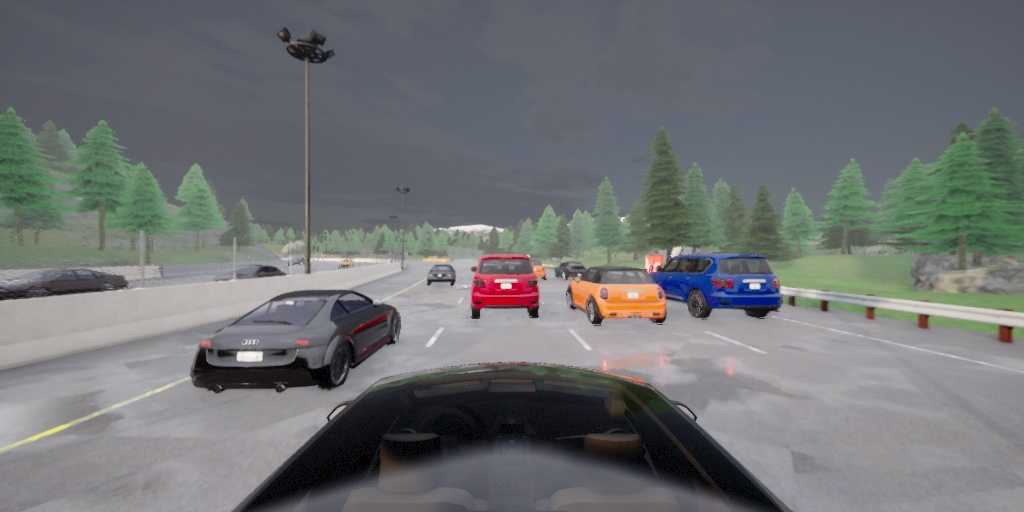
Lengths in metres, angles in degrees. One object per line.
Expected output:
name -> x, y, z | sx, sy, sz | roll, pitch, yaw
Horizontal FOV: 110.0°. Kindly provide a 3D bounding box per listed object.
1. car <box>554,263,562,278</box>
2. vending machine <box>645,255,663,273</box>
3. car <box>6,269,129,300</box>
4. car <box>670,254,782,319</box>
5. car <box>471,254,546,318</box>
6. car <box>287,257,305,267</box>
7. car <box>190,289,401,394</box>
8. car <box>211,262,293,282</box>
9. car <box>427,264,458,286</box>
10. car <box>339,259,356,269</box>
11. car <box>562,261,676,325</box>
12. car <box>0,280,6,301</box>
car -> 4.937, 1.230, 30.662 | 1.837, 1.490, 4.892 | 0, 0, -8
vending machine -> 10.511, 0.912, 26.522 | 1.100, 2.100, 0.880 | 0, 0, -7
car -> -21.766, 1.332, 17.155 | 2.033, 1.411, 5.357 | 0, 0, -4
car -> 6.709, 0.952, 12.789 | 2.150, 2.045, 5.566 | 0, 0, -3
car -> -0.323, 0.967, 13.108 | 2.150, 2.045, 5.566 | 0, 0, -3
car -> -32.389, 0.900, 54.066 | 1.837, 1.490, 4.892 | 0, 0, -17
car -> -3.567, 1.318, 6.819 | 1.994, 1.385, 4.181 | 0, 0, -1
car -> -15.181, 1.276, 20.941 | 1.837, 1.490, 4.892 | 0, -1, -6
car -> -4.934, 1.294, 25.496 | 2.033, 1.411, 5.357 | 0, 0, -7
car -> -25.691, 1.286, 56.101 | 1.882, 1.535, 5.008 | 0, 0, -17
car -> 3.221, 1.091, 11.933 | 2.097, 1.767, 4.553 | 0, 0, -2
car -> -17.662, 1.381, 9.464 | 1.895, 1.301, 4.718 | 0, 0, -3
